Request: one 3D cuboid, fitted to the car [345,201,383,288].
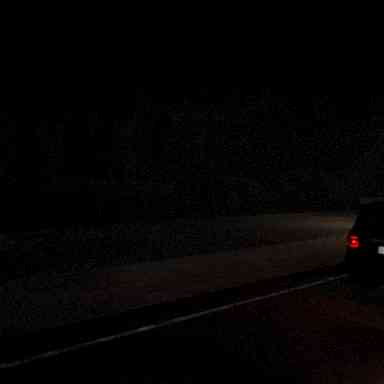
[{"bbox_3d":[5.945,1.221,7.987,5.566,2.045,2.150,0,0,-36],"label":"car"}]
